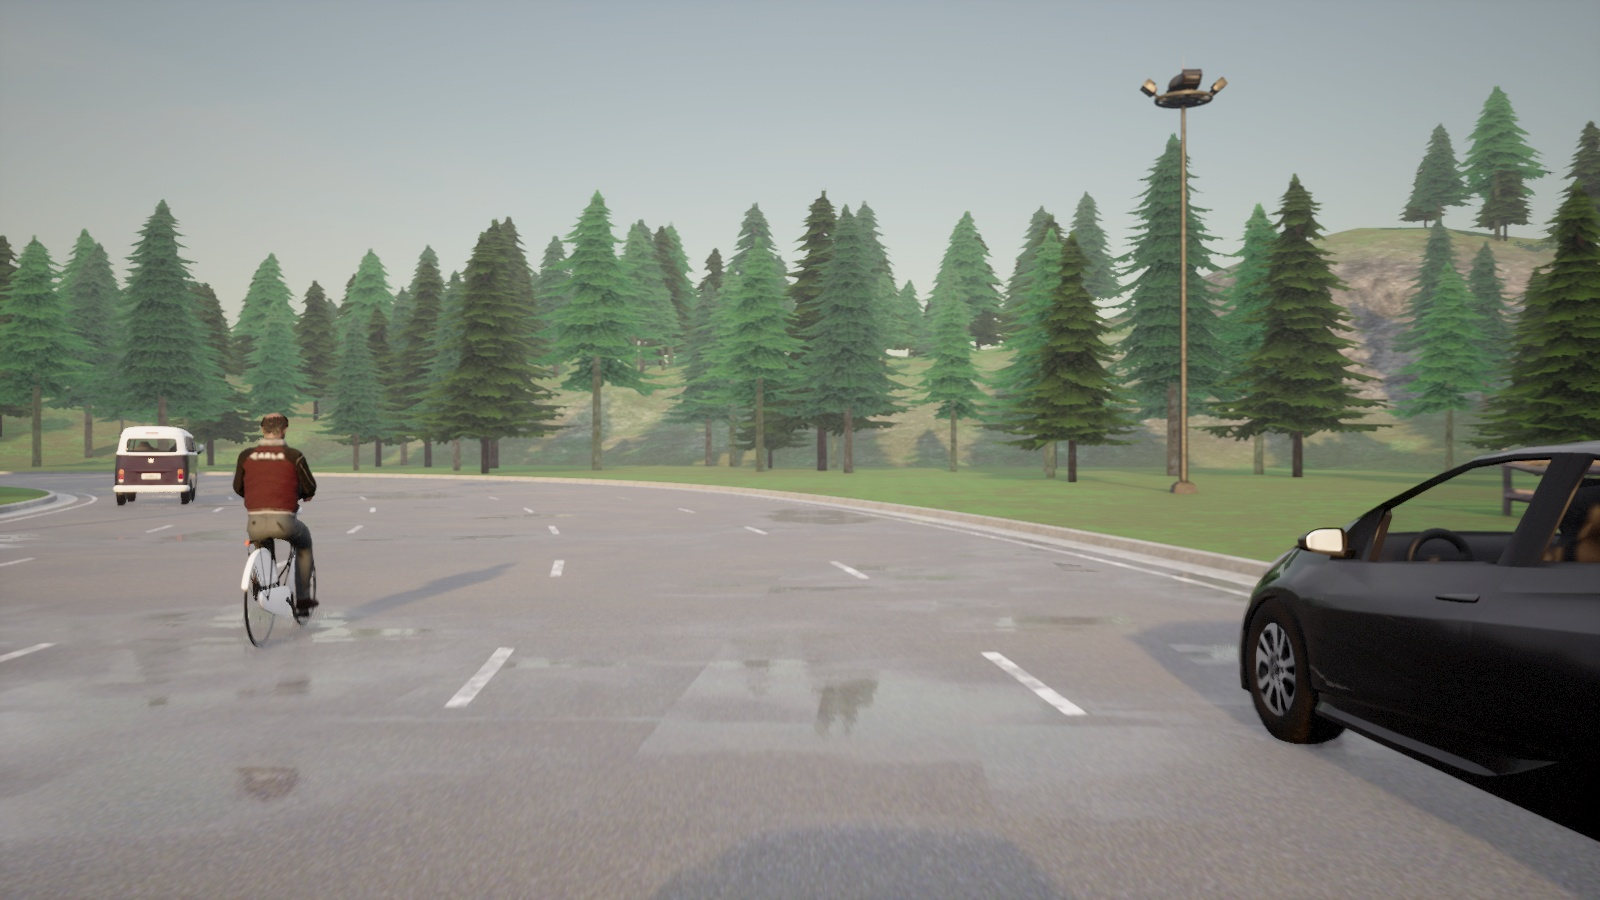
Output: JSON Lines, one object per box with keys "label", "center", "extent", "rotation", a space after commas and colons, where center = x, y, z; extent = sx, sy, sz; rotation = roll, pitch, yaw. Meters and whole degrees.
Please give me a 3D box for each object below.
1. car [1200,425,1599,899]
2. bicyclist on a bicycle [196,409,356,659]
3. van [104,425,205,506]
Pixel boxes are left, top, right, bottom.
{"label": "car", "center": [3.376, 0.683, 4.922], "extent": [2.007, 1.525, 4.514], "rotation": [0, 0, -3]}
{"label": "bicyclist on a bicycle", "center": [-4.066, 0.593, 9.888], "extent": [0.659, 1.776, 1.843], "rotation": [0, 0, -6]}
{"label": "van", "center": [-17.360, 0.384, 33.961], "extent": [2.069, 2.038, 4.480], "rotation": [0, 0, -23]}
